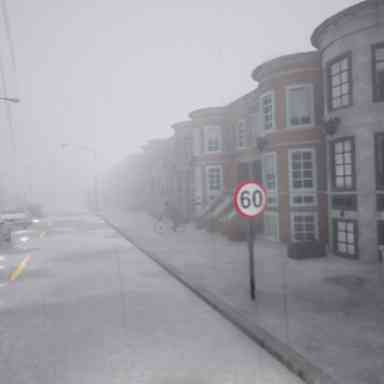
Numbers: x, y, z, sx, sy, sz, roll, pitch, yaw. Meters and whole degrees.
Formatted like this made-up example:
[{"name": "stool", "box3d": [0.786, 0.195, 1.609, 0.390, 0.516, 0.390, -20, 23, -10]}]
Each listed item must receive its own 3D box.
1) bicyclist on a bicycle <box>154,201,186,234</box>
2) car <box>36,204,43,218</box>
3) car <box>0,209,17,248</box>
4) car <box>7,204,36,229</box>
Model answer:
[{"name": "bicyclist on a bicycle", "box3d": [-1.088, 1.252, 16.529, 1.656, 1.620, 0.582, -3, 1, -20]}, {"name": "car", "box3d": [-16.336, 1.912, 33.951, 2.033, 1.411, 5.357, -2, 1, -20]}, {"name": "car", "box3d": [-9.445, 1.774, 15.025, 1.812, 1.442, 4.674, -2, 1, -20]}, {"name": "car", "box3d": [-12.768, 1.831, 24.106, 1.812, 1.442, 4.674, -2, 1, -20]}]
